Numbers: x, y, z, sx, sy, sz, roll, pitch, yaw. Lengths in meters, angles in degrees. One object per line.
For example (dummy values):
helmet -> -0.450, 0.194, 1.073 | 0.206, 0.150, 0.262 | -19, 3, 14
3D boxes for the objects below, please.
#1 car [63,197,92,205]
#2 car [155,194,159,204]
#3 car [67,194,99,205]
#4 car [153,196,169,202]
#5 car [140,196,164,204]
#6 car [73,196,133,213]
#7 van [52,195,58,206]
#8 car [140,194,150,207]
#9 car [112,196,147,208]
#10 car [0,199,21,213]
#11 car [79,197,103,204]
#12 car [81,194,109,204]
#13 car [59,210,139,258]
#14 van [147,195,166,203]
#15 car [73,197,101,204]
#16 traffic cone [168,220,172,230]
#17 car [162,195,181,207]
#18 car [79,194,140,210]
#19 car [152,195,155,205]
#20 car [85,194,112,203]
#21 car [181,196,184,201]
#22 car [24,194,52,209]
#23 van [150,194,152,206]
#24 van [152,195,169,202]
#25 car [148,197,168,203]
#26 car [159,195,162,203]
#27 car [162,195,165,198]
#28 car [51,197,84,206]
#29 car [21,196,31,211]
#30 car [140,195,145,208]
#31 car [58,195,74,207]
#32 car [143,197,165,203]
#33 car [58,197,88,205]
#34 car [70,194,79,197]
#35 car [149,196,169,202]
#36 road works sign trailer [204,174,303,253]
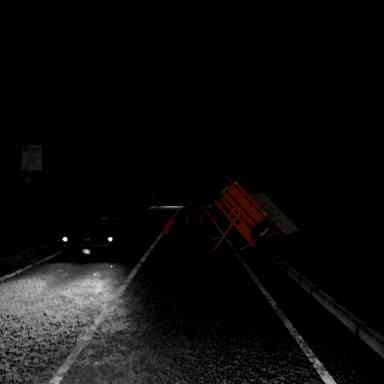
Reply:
car -> -21.927, 1.714, 63.957 | 4.792, 1.488, 2.163 | 0, -1, 0
car -> -8.809, 1.634, 58.511 | 5.008, 1.535, 2.097 | 0, -1, 0
car -> -21.872, 1.460, 66.742 | 5.566, 2.045, 2.435 | 0, -1, 0
car -> -8.870, 1.920, 94.950 | 4.553, 1.767, 2.185 | 0, -1, 0
car -> -9.011, 1.802, 75.327 | 5.366, 1.575, 1.946 | 0, -1, 0
car -> -8.818, 1.450, 33.286 | 4.892, 1.521, 2.231 | 0, 0, 0
van -> -22.008, 1.306, 47.246 | 4.442, 1.987, 1.878 | 0, 0, 0
car -> -8.841, 1.259, 44.499 | 5.566, 2.045, 2.435 | 0, 0, 0
car -> -8.780, 1.407, 47.298 | 4.553, 1.767, 2.185 | 0, -1, 0
car -> -21.905, 1.458, 36.109 | 5.008, 1.535, 2.097 | 0, 0, 0
car -> -21.901, 1.809, 72.187 | 4.674, 1.452, 2.002 | 0, -1, 0
car -> -21.876, 1.552, 75.097 | 5.566, 2.045, 2.435 | 0, -1, 0
car -> -3.340, 1.589, 12.790 | 1.895, 1.301, 4.718 | 0, 0, 0
van -> -8.713, 1.648, 80.936 | 4.442, 1.987, 1.878 | 0, -1, 0
car -> -21.896, 1.741, 69.526 | 5.008, 1.535, 2.097 | 0, -1, 0
traffic cone -> -1.367, 1.939, 17.820 | 0.340, 0.580, 0.340 | 0, 0, 0
car -> -3.301, 1.698, 54.856 | 1.994, 1.385, 4.181 | 0, -1, 0
car -> -8.849, 1.207, 36.089 | 5.566, 2.045, 2.435 | 0, 0, 0
car -> -8.806, 1.584, 52.905 | 4.892, 1.521, 2.231 | 0, -1, 0
car -> -21.879, 1.585, 77.759 | 5.566, 2.045, 2.435 | 0, -1, 0
car -> -3.186, 1.877, 90.931 | 1.837, 1.490, 4.892 | 0, -1, 0
car -> -21.862, 1.385, 44.465 | 4.553, 1.767, 2.185 | 0, 0, 0
van -> -8.696, 1.332, 50.103 | 4.442, 1.987, 1.878 | 0, -1, 0
van -> -8.720, 1.786, 92.148 | 4.442, 1.987, 1.878 | 0, -1, 0
car -> -8.804, 1.972, 86.539 | 4.792, 1.488, 2.163 | 0, -1, 0
car -> -8.845, 1.408, 61.317 | 5.566, 2.045, 2.435 | 0, -1, 0
car -> -8.819, 1.772, 72.527 | 5.008, 1.535, 2.097 | 0, -1, 0
car -> -21.889, 1.633, 58.387 | 5.008, 1.535, 2.097 | 0, -1, 0
car -> -21.899, 1.513, 38.895 | 4.674, 1.452, 2.002 | 0, 0, 0
car -> -8.821, 1.490, 41.691 | 4.892, 1.521, 2.231 | 0, 0, 0
car -> -21.889, 1.623, 52.816 | 4.674, 1.452, 2.002 | 0, -1, 0
car -> -8.857, 1.869, 78.130 | 4.792, 1.488, 2.163 | 0, -1, 0
car -> -21.867, 1.688, 61.172 | 4.792, 1.488, 2.163 | 0, -1, 0
car -> -21.707, 1.605, 55.601 | 5.366, 1.575, 1.946 | 0, -1, 0
car -> -8.830, 1.977, 89.342 | 5.008, 1.535, 2.097 | 0, -1, 0
road works sign trailer -> 2.376, 1.056, 12.674 | 3.560, 2.880, 2.380 | -5, 45, -44
